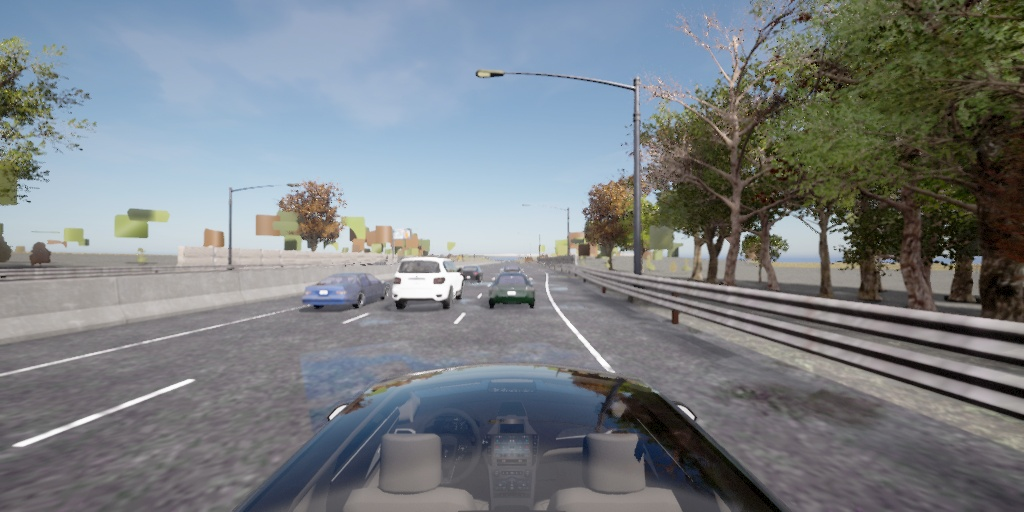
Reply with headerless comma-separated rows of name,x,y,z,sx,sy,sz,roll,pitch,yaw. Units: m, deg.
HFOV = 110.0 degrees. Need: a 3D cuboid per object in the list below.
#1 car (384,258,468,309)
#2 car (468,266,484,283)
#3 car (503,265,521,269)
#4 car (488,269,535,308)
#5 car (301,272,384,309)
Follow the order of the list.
car,-3.502,1.101,15.862,2.150,2.045,5.566,0,0,0
car,-3.500,1.563,31.211,1.812,1.442,4.674,0,0,0
car,-0.001,1.529,31.141,2.128,1.511,4.902,0,0,0
car,0.000,1.451,16.144,1.994,1.385,4.181,0,-1,0
car,-7.002,1.431,15.833,2.033,1.411,5.357,0,-1,0
